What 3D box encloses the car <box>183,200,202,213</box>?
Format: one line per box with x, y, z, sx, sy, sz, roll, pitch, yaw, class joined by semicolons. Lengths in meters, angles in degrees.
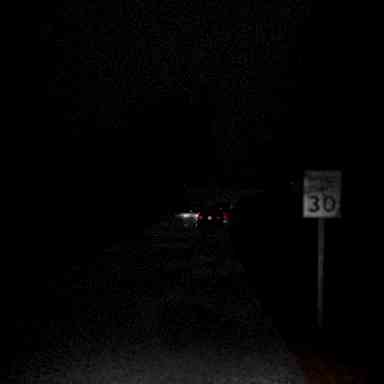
0.269;1.625;38.707;2.033;1.411;5.357;2;2;9;car

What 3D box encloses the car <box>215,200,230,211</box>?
3.786;1.634;41.941;1.895;1.301;4.718;1;2;9;car

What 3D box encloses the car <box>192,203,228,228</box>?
1.441;1.805;24.858;2.033;1.411;5.357;0;0;6;car
